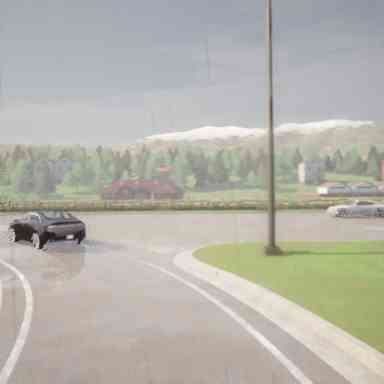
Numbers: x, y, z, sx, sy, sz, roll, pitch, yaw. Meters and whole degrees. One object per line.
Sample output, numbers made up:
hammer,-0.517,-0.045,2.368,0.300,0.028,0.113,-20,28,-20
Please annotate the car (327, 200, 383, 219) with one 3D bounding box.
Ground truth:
car,13.441,1.360,26.989,4.674,1.442,1.812,-1,0,2

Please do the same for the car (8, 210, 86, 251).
car,-6.513,1.554,14.713,4.902,1.511,2.128,-1,0,44
